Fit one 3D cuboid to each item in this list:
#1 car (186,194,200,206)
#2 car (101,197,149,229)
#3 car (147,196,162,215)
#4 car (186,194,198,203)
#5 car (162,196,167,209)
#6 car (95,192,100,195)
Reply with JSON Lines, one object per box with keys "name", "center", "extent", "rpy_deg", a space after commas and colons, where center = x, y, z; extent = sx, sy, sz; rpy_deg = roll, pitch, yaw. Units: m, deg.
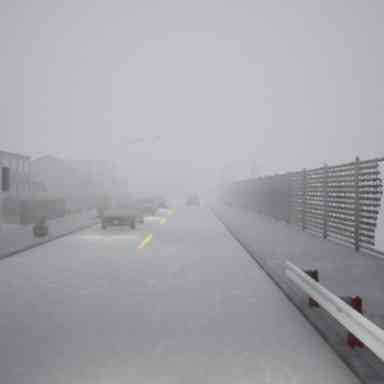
{"name": "car", "center": [0.101, 1.190, 45.567], "extent": [2.033, 1.411, 5.357], "rpy_deg": [0, 0, -1]}
{"name": "car", "center": [-4.101, 1.318, 20.345], "extent": [1.882, 1.535, 5.008], "rpy_deg": [0, 0, 0]}
{"name": "car", "center": [-4.094, 1.269, 30.063], "extent": [1.837, 1.490, 4.892], "rpy_deg": [0, 0, 0]}
{"name": "car", "center": [-0.004, 1.107, 56.195], "extent": [2.033, 1.411, 5.357], "rpy_deg": [0, 0, 0]}
{"name": "car", "center": [-4.061, 1.230, 40.519], "extent": [2.033, 1.411, 5.357], "rpy_deg": [0, 0, 0]}
{"name": "car", "center": [-17.281, 0.697, 55.774], "extent": [3.633, 1.501, 1.845], "rpy_deg": [0, 0, 0]}
